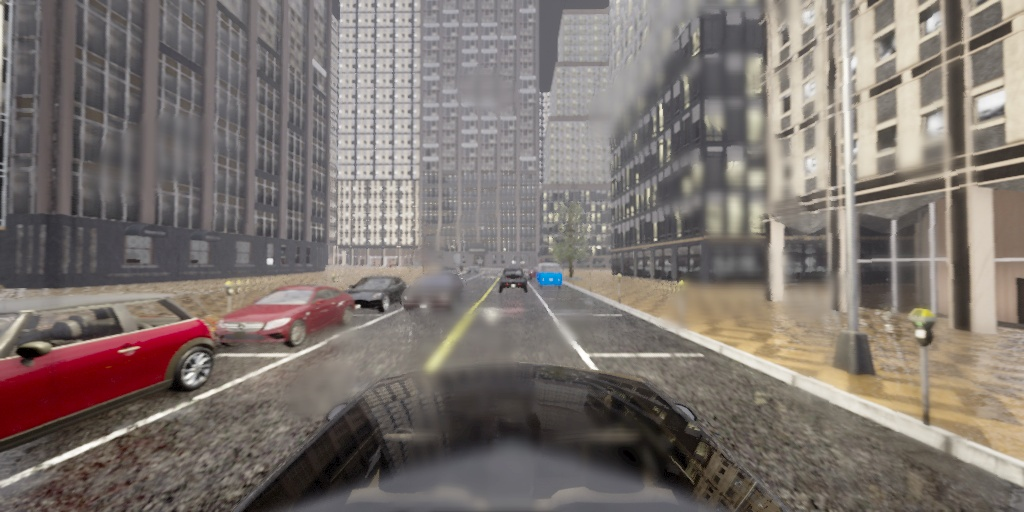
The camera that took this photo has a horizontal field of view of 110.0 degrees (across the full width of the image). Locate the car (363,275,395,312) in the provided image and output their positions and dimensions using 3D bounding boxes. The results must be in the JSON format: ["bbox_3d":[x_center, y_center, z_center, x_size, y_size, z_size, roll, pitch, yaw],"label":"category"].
[{"bbox_3d":[-5.694,1.499,15.240,1.948,1.339,4.313,0,0,0],"label":"car"}]

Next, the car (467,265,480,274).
[{"bbox_3d":[-5.836,2.011,54.733,2.007,1.370,4.403,0,0,0],"label":"car"}]

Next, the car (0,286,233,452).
[{"bbox_3d":[-5.691,1.221,3.956,1.967,1.591,4.097,0,0,0],"label":"car"}]

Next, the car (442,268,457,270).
[{"bbox_3d":[-5.700,1.727,32.166,1.948,1.339,4.313,0,0,0],"label":"car"}]

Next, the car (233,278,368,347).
[{"bbox_3d":[-5.692,1.439,9.598,1.802,1.307,4.207,0,0,0],"label":"car"}]

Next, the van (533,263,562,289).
[{"bbox_3d":[2.684,1.425,26.521,1.690,1.789,3.998,0,0,0],"label":"van"}]

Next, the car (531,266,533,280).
[{"bbox_3d":[2.680,1.675,37.802,1.967,1.591,4.097,0,0,0],"label":"car"}]

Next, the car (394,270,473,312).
[{"bbox_3d":[-3.107,1.484,15.526,2.033,1.411,5.357,0,-1,0],"label":"car"}]

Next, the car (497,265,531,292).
[{"bbox_3d":[0.085,1.561,24.271,1.837,1.490,4.892,0,0,0],"label":"car"}]
